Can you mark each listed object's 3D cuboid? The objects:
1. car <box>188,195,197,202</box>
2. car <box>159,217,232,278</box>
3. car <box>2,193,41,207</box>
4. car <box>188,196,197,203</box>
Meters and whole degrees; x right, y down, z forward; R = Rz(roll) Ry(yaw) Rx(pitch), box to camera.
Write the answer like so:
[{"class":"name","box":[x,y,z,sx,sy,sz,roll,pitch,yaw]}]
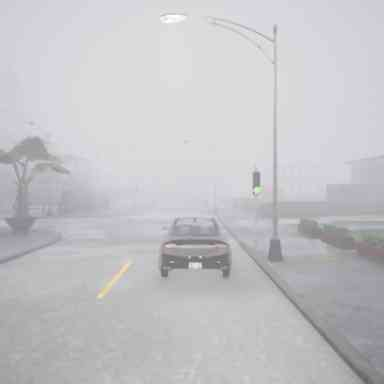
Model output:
[{"class":"car","box":[0.076,1.624,81.101,2.128,1.511,4.902,0,0,0]},{"class":"car","box":[0.089,1.504,10.171,2.128,1.511,4.902,0,0,0]},{"class":"car","box":[-19.723,1.033,38.798,1.905,1.878,3.866,0,0,35]},{"class":"car","box":[0.069,1.611,70.817,2.128,1.511,4.902,0,0,0]}]
